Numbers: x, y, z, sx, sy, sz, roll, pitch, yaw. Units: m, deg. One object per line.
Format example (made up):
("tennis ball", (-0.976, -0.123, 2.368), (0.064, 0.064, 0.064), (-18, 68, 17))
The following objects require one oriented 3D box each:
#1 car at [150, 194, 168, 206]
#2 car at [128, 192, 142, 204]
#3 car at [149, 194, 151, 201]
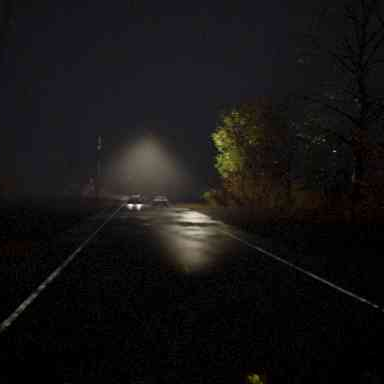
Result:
("car", (-4.683, 1.367, 49.118), (1.895, 1.301, 4.718), (2, 0, -9))
("car", (-8.740, 1.174, 51.332), (1.994, 1.385, 4.181), (2, 0, -9))
("car", (-7.823, 1.125, 67.893), (2.128, 1.511, 4.902), (2, 0, -9))
